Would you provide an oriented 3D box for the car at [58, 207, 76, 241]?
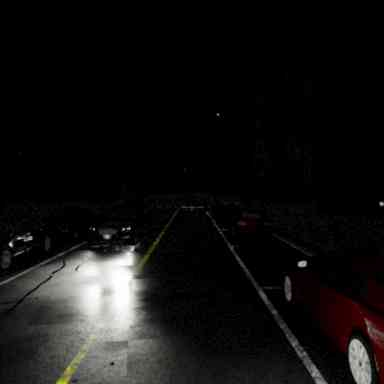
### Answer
[{"bbox_3d":[-5.864,1.424,15.837,1.947,1.339,4.313,1,0,0],"label":"car"}]

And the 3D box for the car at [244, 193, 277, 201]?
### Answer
[{"bbox_3d":[10.154,0.876,49.456,4.892,1.490,1.837,0,0,0],"label":"car"}]

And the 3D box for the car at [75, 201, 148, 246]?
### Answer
[{"bbox_3d":[-3.111,1.359,14.630,2.128,1.511,4.902,0,0,0],"label":"car"}]

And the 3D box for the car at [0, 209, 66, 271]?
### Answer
[{"bbox_3d":[-5.859,1.454,10.378,2.008,1.369,4.403,1,1,0],"label":"car"}]

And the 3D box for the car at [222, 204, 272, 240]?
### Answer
[{"bbox_3d":[2.661,1.438,15.840,1.802,1.307,4.206,0,0,0],"label":"car"}]

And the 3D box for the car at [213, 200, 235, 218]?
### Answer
[{"bbox_3d":[2.651,1.319,26.759,1.887,1.381,4.507,0,0,0],"label":"car"}]

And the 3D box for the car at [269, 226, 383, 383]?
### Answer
[{"bbox_3d":[2.671,1.496,4.921,1.887,1.381,4.507,1,1,0],"label":"car"}]

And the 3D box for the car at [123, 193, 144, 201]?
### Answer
[{"bbox_3d":[-5.876,1.054,32.212,2.192,1.841,5.009,0,0,0],"label":"car"}]

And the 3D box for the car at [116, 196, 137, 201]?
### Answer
[{"bbox_3d":[-5.873,1.302,26.584,1.752,1.417,4.829,0,0,0],"label":"car"}]
